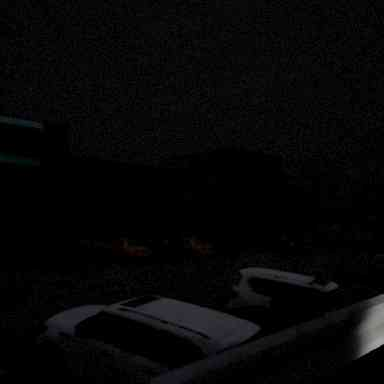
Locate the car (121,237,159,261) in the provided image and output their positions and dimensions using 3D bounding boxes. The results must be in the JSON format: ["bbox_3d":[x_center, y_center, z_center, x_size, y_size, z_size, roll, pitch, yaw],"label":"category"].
[{"bbox_3d":[-5.424,4.142,25.135,5.366,1.575,1.946,1,-3,34],"label":"car"}]

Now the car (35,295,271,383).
[{"bbox_3d":[-1.031,3.395,7.238,5.566,2.045,2.435,3,-2,34],"label":"car"}]

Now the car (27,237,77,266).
[{"bbox_3d":[-10.087,3.748,21.601,4.792,1.488,2.163,1,-3,34],"label":"car"}]

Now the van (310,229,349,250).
[{"bbox_3d":[16.206,5.848,40.623,4.442,1.987,1.878,1,-3,34],"label":"van"}]

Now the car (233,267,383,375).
[{"bbox_3d":[3.914,3.835,10.727,5.566,2.045,2.435,3,-2,34],"label":"car"}]

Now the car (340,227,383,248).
[{"bbox_3d":[23.521,6.466,45.720,5.566,2.045,2.435,1,-4,34],"label":"car"}]

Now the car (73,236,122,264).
[{"bbox_3d":[-7.668,3.933,23.308,5.008,1.535,2.097,1,-4,35],"label":"car"}]

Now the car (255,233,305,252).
[{"bbox_3d":[9.089,5.308,35.403,4.553,1.767,2.185,1,-4,34],"label":"car"}]

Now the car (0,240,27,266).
[{"bbox_3d":[-12.460,3.505,19.867,4.892,1.521,2.231,1,-4,34],"label":"car"}]

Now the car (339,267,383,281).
[{"bbox_3d":[8.758,4.271,14.288,5.566,2.045,2.435,3,-2,34],"label":"car"}]

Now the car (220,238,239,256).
[{"bbox_3d":[1.946,4.821,30.197,4.792,1.488,2.163,1,-4,34],"label":"car"}]

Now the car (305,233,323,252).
[{"bbox_3d":[11.508,5.649,37.105,4.892,1.521,2.231,1,-3,34],"label":"car"}]

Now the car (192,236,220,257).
[{"bbox_3d":[-0.632,4.571,28.581,5.366,1.575,1.946,1,-3,34],"label":"car"}]

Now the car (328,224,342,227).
[{"bbox_3d":[29.940,7.852,69.681,2.435,2.045,5.566,2,-2,36],"label":"car"}]

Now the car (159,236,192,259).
[{"bbox_3d":[-2.868,4.362,26.764,5.008,1.535,2.097,1,-3,34],"label":"car"}]

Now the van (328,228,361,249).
[{"bbox_3d":[18.603,6.062,42.346,4.442,1.987,1.878,1,-3,34],"label":"van"}]

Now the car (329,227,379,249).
[{"bbox_3d":[21.124,6.252,43.998,5.566,2.045,2.435,1,-4,34],"label":"car"}]

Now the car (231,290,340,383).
[{"bbox_3d":[1.397,3.894,8.993,4.792,1.488,2.163,3,-2,34],"label":"car"}]
